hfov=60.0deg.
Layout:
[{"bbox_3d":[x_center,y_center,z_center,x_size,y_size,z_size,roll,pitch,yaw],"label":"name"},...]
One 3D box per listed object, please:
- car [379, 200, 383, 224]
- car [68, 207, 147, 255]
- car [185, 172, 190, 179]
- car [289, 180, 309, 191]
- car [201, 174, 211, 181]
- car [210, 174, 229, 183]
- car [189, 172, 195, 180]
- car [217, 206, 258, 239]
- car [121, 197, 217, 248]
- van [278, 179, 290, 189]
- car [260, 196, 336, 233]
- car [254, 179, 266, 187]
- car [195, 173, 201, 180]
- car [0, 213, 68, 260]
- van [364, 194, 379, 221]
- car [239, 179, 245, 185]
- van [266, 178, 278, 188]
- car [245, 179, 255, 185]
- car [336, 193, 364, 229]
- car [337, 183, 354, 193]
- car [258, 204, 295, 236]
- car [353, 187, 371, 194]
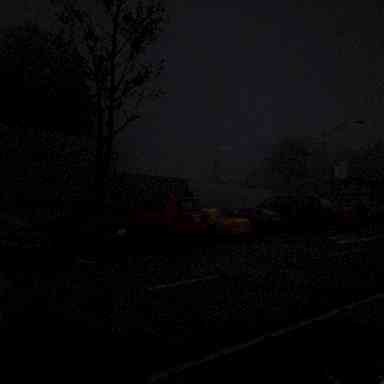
[{"bbox_3d":[12.870,1.403,25.364,4.553,1.767,2.185,-1,-1,36],"label":"car"},{"bbox_3d":[-4.446,1.524,13.363,4.792,1.488,2.163,-1,-1,35],"label":"car"},{"bbox_3d":[0.290,-4.362,93.176,2.435,2.045,5.566,1,-1,35],"label":"car"},{"bbox_3d":[21.040,-0.992,63.677,2.231,1.521,4.892,7,3,35],"label":"car"},{"bbox_3d":[5.551,-3.698,85.867,2.435,2.045,5.566,7,4,34],"label":"car"},{"bbox_3d":[7.392,-3.176,83.599,1.946,1.575,5.366,7,3,34],"label":"car"},{"bbox_3d":[2.051,-4.085,90.820,2.185,1.767,4.553,4,1,34],"label":"car"},{"bbox_3d":[0.336,1.503,16.913,5.366,1.575,1.946,-1,-1,35],"label":"car"},{"bbox_3d":[-1.993,1.248,15.096,5.566,2.045,2.435,-1,-1,35],"label":"car"},{"bbox_3d":[19.292,-1.490,66.048,1.878,1.987,4.442,7,4,35],"label":"van"},{"bbox_3d":[5.385,1.263,20.274,5.566,2.045,2.435,-1,-1,35],"label":"car"},{"bbox_3d":[16.013,-1.812,71.266,1.946,1.575,5.366,7,3,35],"label":"car"},{"bbox_3d":[3.769,-3.850,88.342,2.185,1.767,4.553,6,3,34],"label":"car"},{"bbox_3d":[-6.874,1.493,11.628,4.892,1.521,2.231,-1,-1,35],"label":"car"},{"bbox_3d":[10.453,1.297,23.625,4.442,1.987,1.878,-1,-1,35],"label":"van"},{"bbox_3d":[12.462,-2.317,76.065,2.002,1.452,4.674,7,3,35],"label":"car"},{"bbox_3d":[17.574,-1.764,68.527,1.878,1.987,4.442,7,4,35],"label":"van"},{"bbox_3d":[14.192,-2.043,73.595,2.002,1.452,4.674,7,4,35],"label":"car"},{"bbox_3d":[7.907,1.267,21.967,5.566,2.045,2.435,-1,-1,35],"label":"car"},{"bbox_3d":[26.216,-0.426,56.267,2.435,2.045,5.566,7,3,35],"label":"car"},{"bbox_3d":[2.950,1.549,18.528,4.674,1.452,2.002,-1,-1,35],"label":"car"},{"bbox_3d":[27.895,0.137,53.787,2.002,1.452,4.674,7,3,35],"label":"car"}]
